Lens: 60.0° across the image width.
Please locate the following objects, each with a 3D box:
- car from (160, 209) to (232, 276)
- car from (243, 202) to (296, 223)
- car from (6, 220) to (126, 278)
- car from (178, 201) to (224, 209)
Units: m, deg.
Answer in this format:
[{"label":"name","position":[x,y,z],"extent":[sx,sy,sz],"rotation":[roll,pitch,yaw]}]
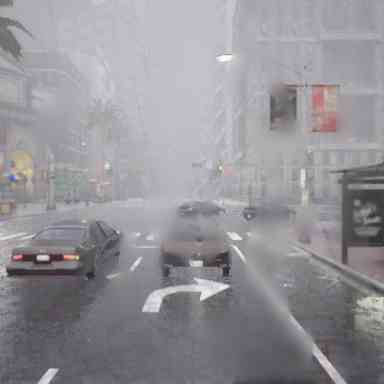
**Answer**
[{"label":"car","position":[0.102,1.493,10.360],"extent":[2.128,1.511,4.902],"rotation":[0,0,0]},{"label":"car","position":[6.080,1.510,25.724],"extent":[4.892,1.490,1.837],"rotation":[0,-2,-38]},{"label":"car","position":[-3.399,1.549,10.096],"extent":[2.033,1.411,5.357],"rotation":[0,0,0]},{"label":"car","position":[0.889,1.510,27.960],"extent":[1.837,1.490,4.892],"rotation":[-2,-2,41]}]
